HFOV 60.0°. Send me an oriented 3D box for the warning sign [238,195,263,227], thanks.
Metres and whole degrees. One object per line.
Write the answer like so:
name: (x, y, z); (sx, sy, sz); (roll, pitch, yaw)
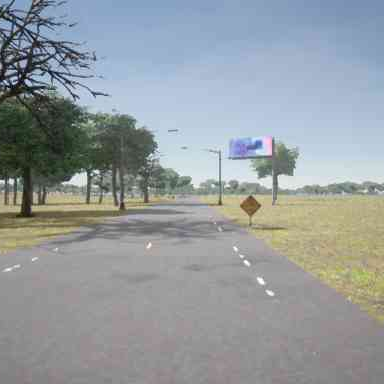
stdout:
warning sign: (3.491, 1.114, 19.841); (1.300, 1.860, 1.060); (0, 0, 0)
